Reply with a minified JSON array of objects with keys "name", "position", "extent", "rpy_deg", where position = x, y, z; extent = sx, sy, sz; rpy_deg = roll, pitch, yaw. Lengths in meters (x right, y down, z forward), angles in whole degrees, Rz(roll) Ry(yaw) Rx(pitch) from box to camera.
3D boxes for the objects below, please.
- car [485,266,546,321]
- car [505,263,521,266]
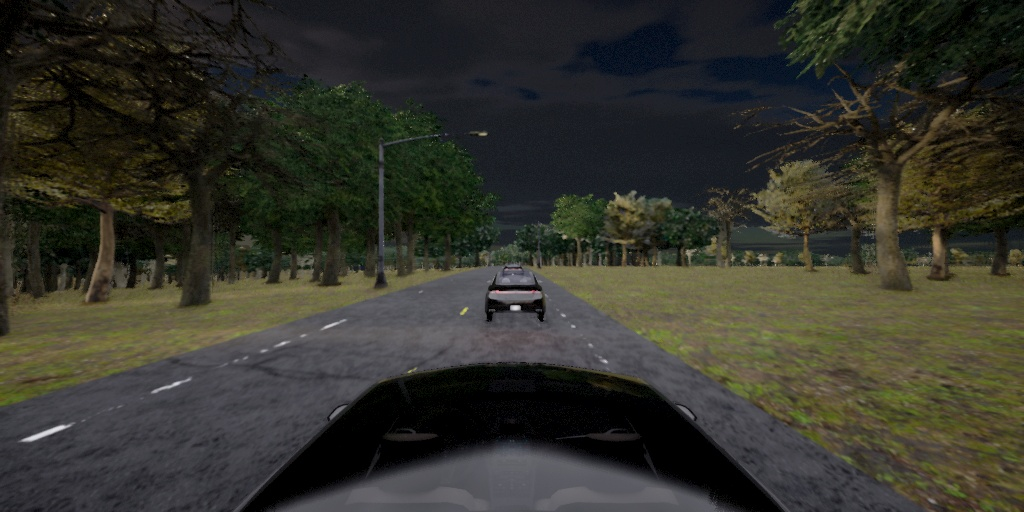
[{"name":"car","position":[0.099,1.267,12.584],"extent":[2.128,1.511,4.902],"rpy_deg":[0,0,0]},{"name":"car","position":[0.096,1.356,32.495],"extent":[2.128,1.511,4.902],"rpy_deg":[0,0,0]}]
